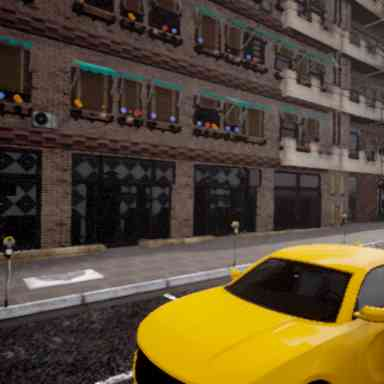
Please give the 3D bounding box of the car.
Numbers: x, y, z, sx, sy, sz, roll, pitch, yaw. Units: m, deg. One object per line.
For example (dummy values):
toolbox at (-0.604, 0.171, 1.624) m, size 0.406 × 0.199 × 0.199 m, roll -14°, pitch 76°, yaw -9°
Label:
car at (1.701, 1.478, 4.270) m, size 5.008 × 1.535 × 1.882 m, roll 0°, pitch 0°, yaw -35°
